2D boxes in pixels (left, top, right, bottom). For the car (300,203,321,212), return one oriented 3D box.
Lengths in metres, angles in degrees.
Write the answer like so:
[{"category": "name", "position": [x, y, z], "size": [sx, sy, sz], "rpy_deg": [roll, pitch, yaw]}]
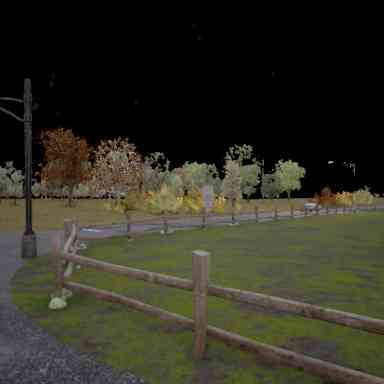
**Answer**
[{"category": "car", "position": [18.940, 2.445, 52.927], "size": [2.033, 1.411, 5.357], "rpy_deg": [-1, -2, 40]}]
